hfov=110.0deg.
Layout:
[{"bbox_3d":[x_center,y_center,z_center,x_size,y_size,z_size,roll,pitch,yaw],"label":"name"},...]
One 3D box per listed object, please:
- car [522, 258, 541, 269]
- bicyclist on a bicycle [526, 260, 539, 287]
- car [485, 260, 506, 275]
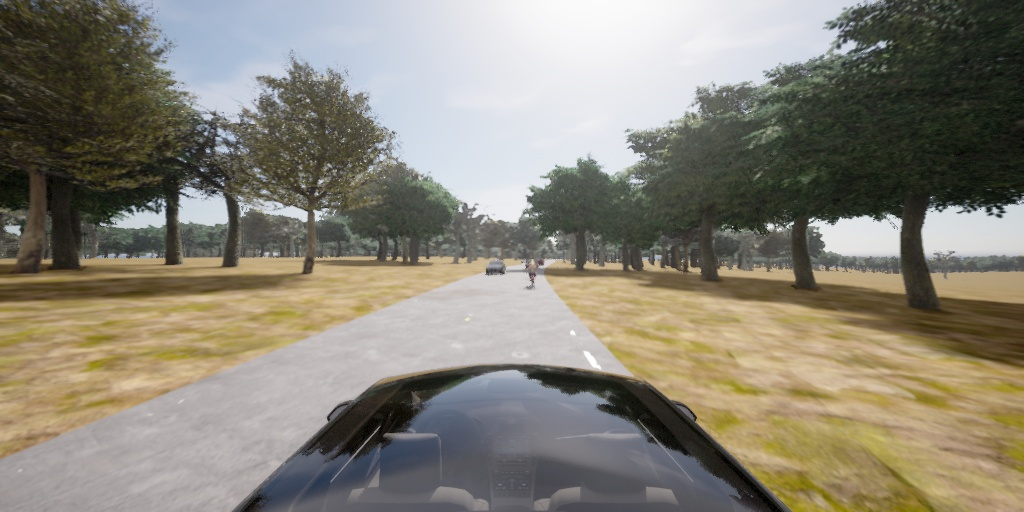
[{"bbox_3d":[3.142,1.342,56.316,1.895,1.301,4.718,0,0,7],"label":"car"},{"bbox_3d":[1.331,1.165,23.143,0.866,1.612,1.509,0,0,2],"label":"bicyclist on a bicycle"},{"bbox_3d":[-1.666,1.219,38.212,1.837,1.490,4.892,0,0,5],"label":"car"}]
